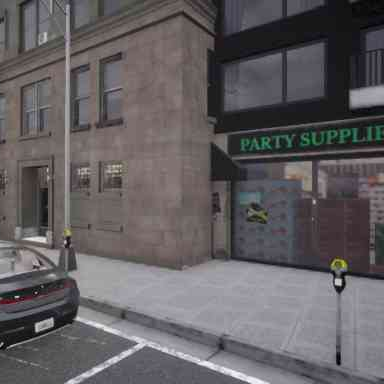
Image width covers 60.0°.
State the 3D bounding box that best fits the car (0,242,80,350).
[{"bbox_3d":[-3.762,1.551,5.726,4.403,1.369,2.008,0,0,35],"label":"car"}]
